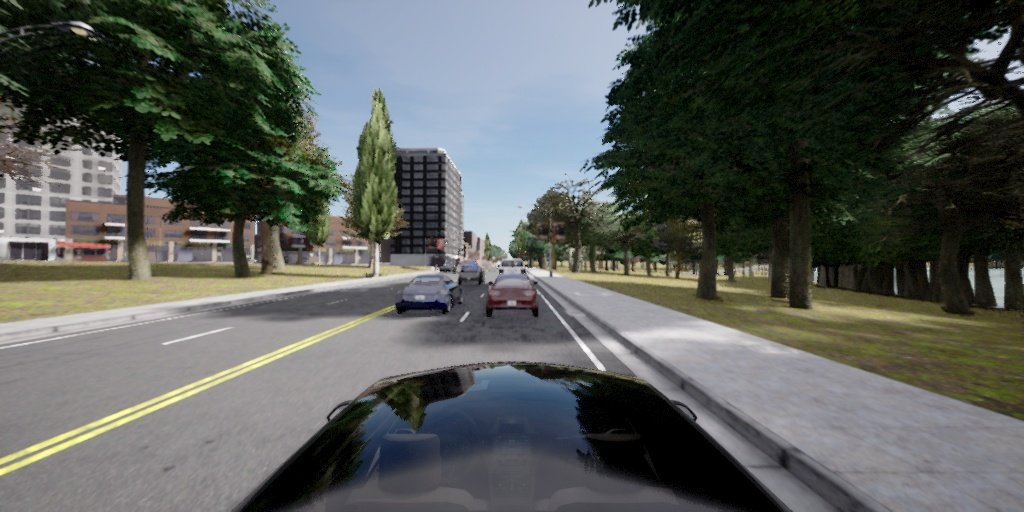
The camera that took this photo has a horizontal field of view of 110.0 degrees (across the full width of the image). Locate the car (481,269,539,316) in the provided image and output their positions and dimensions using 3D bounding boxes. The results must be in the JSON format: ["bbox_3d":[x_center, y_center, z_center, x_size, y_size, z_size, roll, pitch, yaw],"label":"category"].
[{"bbox_3d":[0.040,1.385,13.771,1.812,1.442,4.674,0,-1,1],"label":"car"}]

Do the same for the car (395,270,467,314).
[{"bbox_3d":[-3.201,1.431,14.540,1.994,1.385,4.181,0,0,1],"label":"car"}]

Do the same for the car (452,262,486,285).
[{"bbox_3d":[-3.203,1.521,29.262,2.128,1.511,4.902,0,-1,0],"label":"car"}]

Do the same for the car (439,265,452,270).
[{"bbox_3d":[-9.818,1.977,54.763,1.895,1.301,4.718,0,-1,0],"label":"car"}]

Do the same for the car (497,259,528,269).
[{"bbox_3d":[0.037,1.238,28.100,2.150,2.045,5.566,0,0,0],"label":"car"}]

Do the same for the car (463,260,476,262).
[{"bbox_3d":[-6.570,1.593,54.464,2.150,2.045,5.566,0,-1,0],"label":"car"}]
